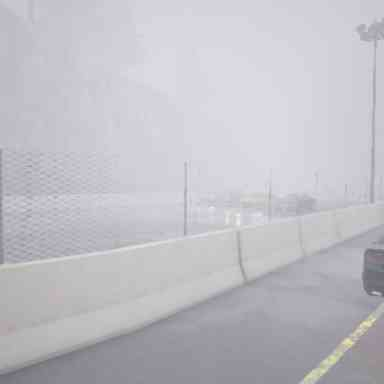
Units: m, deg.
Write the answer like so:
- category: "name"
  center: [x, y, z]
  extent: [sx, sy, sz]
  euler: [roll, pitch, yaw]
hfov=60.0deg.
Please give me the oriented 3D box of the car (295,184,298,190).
- category: "car"
  center: [22.232, -0.650, 72.079]
  extent: [2.150, 2.045, 5.566]
  euler: [1, 2, 21]

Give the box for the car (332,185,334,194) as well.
- category: "car"
  center: [26.360, -0.328, 63.576]
  extent: [2.150, 2.045, 5.566]
  euler: [1, 2, 23]

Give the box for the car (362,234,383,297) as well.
- category: "car"
  center: [5.259, 1.310, 7.189]
  extent: [1.882, 1.535, 5.008]
  euler: [2, 2, 42]

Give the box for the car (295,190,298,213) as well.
- category: "car"
  center: [7.917, 0.856, 25.216]
  extent: [2.128, 1.511, 4.902]
  euler: [2, 2, 37]

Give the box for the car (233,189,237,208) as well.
- category: "car"
  center: [3.593, 0.530, 31.105]
  extent: [2.097, 1.767, 4.553]
  euler: [1, 2, 36]
